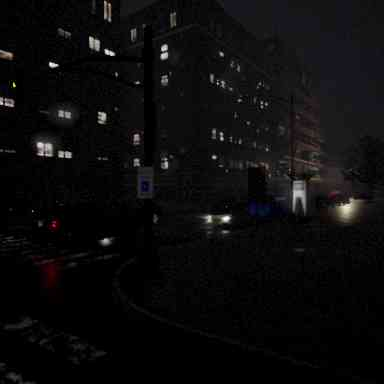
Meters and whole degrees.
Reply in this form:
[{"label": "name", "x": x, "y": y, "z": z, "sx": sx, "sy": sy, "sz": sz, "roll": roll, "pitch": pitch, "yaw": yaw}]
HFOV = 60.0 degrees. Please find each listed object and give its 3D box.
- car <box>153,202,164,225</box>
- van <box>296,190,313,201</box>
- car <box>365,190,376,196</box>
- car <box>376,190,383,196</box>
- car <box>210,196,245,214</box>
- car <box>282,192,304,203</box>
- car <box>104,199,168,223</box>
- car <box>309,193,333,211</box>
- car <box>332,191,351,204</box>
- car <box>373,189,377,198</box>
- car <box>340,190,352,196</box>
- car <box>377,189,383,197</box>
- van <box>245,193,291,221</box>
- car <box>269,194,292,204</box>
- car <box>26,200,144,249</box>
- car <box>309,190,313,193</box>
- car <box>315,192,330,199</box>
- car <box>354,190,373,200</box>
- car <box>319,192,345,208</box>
[{"label": "car", "x": -3.865, "y": 1.259, "z": 19.829, "sx": 1.882, "sy": 1.535, "sz": 5.008, "roll": 0, "pitch": 1, "yaw": 37}, {"label": "van", "x": 19.062, "y": 0.532, "z": 56.144, "sx": 1.690, "sy": 1.788, "sz": 3.998, "roll": 1, "pitch": 1, "yaw": 36}, {"label": "car", "x": 44.142, "y": 0.213, "z": 82.138, "sx": 1.994, "sy": 1.385, "sz": 4.181, "roll": 0, "pitch": 1, "yaw": 36}, {"label": "car", "x": 45.037, "y": 0.312, "z": 78.961, "sx": 1.802, "sy": 1.307, "sz": 4.206, "roll": 1, "pitch": 1, "yaw": 36}, {"label": "car", "x": 3.518, "y": 1.085, "z": 30.155, "sx": 1.882, "sy": 1.535, "sz": 5.008, "roll": 0, "pitch": 2, "yaw": 36}, {"label": "car", "x": 15.682, "y": 0.796, "z": 51.415, "sx": 1.752, "sy": 1.417, "sz": 4.829, "roll": 1, "pitch": 1, "yaw": 36}, {"label": "car", "x": -3.908, "y": 1.278, "z": 23.985, "sx": 1.887, "sy": 1.381, "sz": 4.507, "roll": 1, "pitch": 1, "yaw": 36}, {"label": "car", "x": 12.189, "y": 1.076, "z": 32.965, "sx": 1.947, "sy": 1.339, "sz": 4.313, "roll": 1, "pitch": 1, "yaw": 36}, {"label": "car", "x": 18.758, "y": 0.920, "z": 42.165, "sx": 1.947, "sy": 1.339, "sz": 4.313, "roll": 1, "pitch": 1, "yaw": 36}, {"label": "car", "x": 31.898, "y": 0.587, "z": 60.562, "sx": 1.887, "sy": 1.381, "sz": 4.507, "roll": 1, "pitch": 1, "yaw": 36}, {"label": "car", "x": 38.750, "y": 0.273, "z": 83.716, "sx": 2.008, "sy": 1.369, "sz": 4.403, "roll": 1, "pitch": 1, "yaw": 36}, {"label": "car", "x": 41.752, "y": 0.353, "z": 74.361, "sx": 1.887, "sy": 1.381, "sz": 4.507, "roll": 1, "pitch": 1, "yaw": 36}, {"label": "van", "x": 5.620, "y": 1.006, "z": 23.762, "sx": 1.690, "sy": 1.788, "sz": 3.998, "roll": 1, "pitch": 1, "yaw": 36}, {"label": "car", "x": 12.499, "y": 0.928, "z": 46.959, "sx": 1.802, "sy": 1.307, "sz": 4.206, "roll": 1, "pitch": 1, "yaw": 36}, {"label": "car", "x": -4.421, "y": 1.202, "z": 14.140, "sx": 2.097, "sy": 1.767, "sz": 4.553, "roll": 0, "pitch": 1, "yaw": 36}, {"label": "car", "x": 16.273, "y": 0.657, "z": 47.855, "sx": 2.097, "sy": 1.767, "sz": 4.553, "roll": 0, "pitch": 1, "yaw": 36}, {"label": "car", "x": 25.624, "y": 0.617, "z": 65.338, "sx": 1.802, "sy": 1.307, "sz": 4.206, "roll": 1, "pitch": 1, "yaw": 36}, {"label": "car", "x": 28.613, "y": 0.561, "z": 55.961, "sx": 1.967, "sy": 1.590, "sz": 4.097, "roll": 1, "pitch": 1, "yaw": 36}, {"label": "car", "x": 15.473, "y": 0.977, "z": 37.564, "sx": 1.887, "sy": 1.381, "sz": 4.507, "roll": 1, "pitch": 1, "yaw": 36}]
